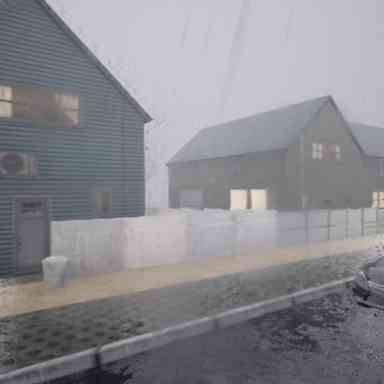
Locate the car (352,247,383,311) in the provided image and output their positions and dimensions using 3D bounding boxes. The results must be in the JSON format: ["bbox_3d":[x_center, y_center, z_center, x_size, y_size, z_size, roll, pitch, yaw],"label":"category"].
[{"bbox_3d":[5.193,1.547,6.782,4.674,1.442,1.812,0,0,-35],"label":"car"}]
